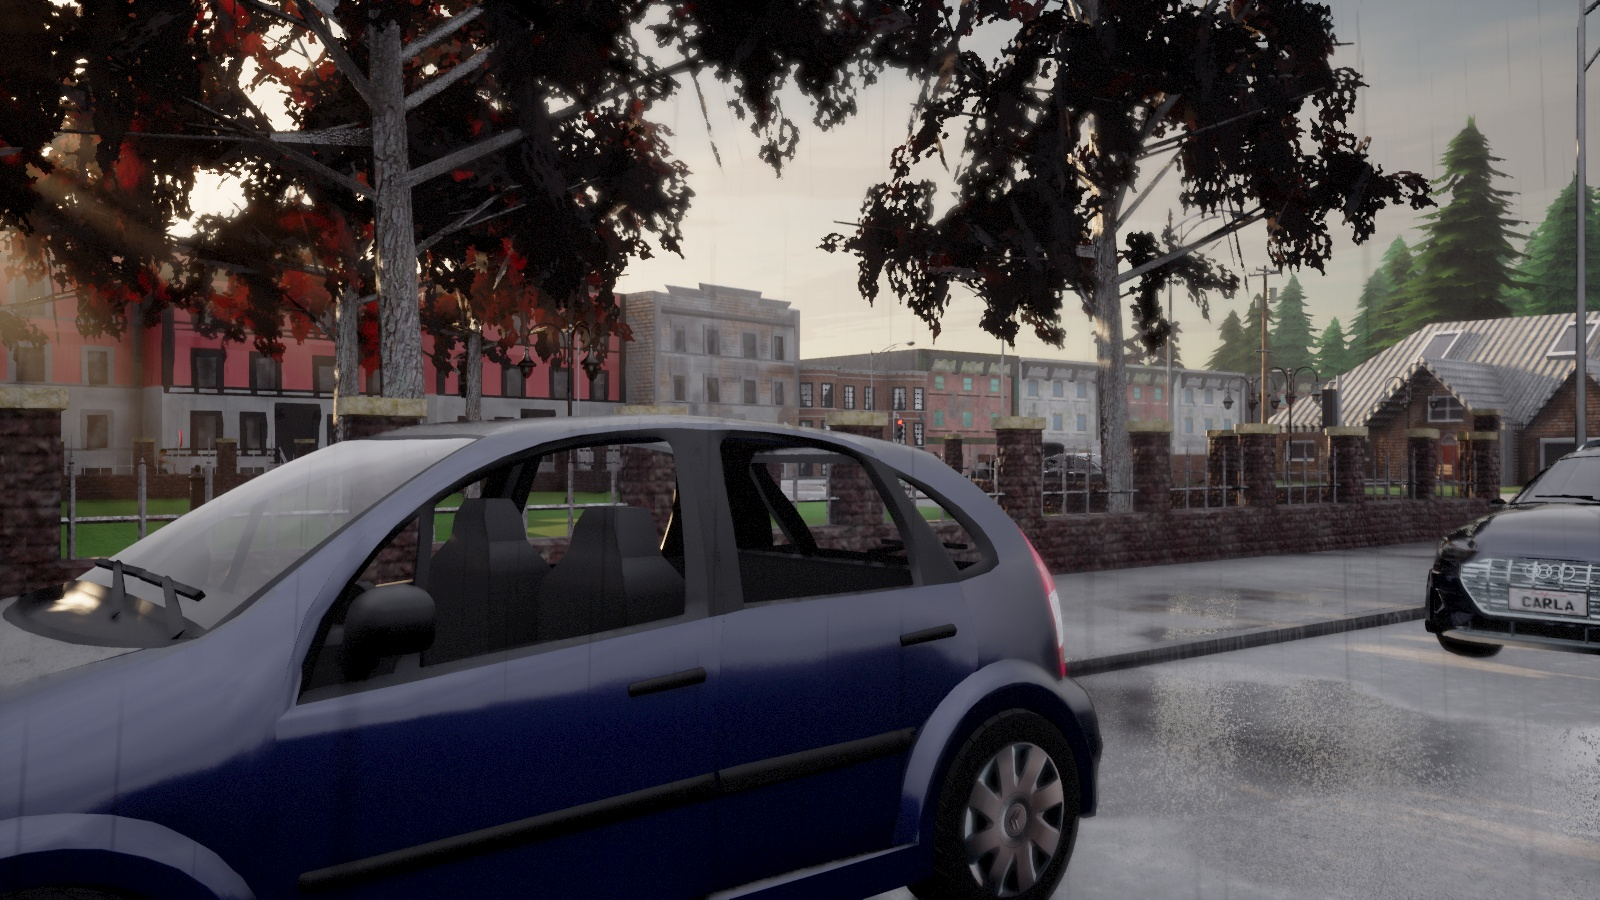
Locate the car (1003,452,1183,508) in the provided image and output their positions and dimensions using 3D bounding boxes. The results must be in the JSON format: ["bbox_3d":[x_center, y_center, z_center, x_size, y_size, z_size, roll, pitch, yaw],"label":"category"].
[{"bbox_3d":[8.322,0.820,36.042,1.837,1.490,4.892,0,0,-40],"label":"car"}]

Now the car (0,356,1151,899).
[{"bbox_3d":[-0.932,0.654,3.663,3.988,1.617,1.851,0,0,-40],"label":"car"}]

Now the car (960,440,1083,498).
[{"bbox_3d":[7.544,0.630,43.000,1.905,1.878,3.866,0,0,-38],"label":"car"}]

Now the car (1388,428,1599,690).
[{"bbox_3d":[6.666,0.684,9.715,4.856,1.649,2.033,0,0,-41],"label":"car"}]
